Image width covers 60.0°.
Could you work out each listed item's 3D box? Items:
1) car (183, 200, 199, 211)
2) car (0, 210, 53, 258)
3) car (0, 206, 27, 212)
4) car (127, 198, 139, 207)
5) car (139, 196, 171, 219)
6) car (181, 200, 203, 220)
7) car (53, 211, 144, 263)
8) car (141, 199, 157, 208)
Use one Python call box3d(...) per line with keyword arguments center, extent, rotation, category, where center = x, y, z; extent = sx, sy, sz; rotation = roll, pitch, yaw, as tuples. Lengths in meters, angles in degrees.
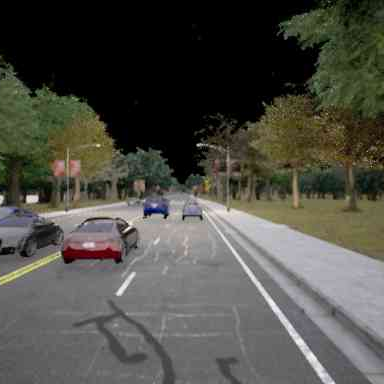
box3d(center=(-0.118, 1.770, 44.880), extent=(1.994, 1.385, 4.181), rotation=(0, 0, 0), category="car")
box3d(center=(-6.614, 1.609, 12.856), extent=(1.994, 1.385, 4.181), rotation=(0, 0, 0), category="car")
box3d(center=(-9.875, 1.542, 17.462), extent=(1.882, 1.535, 5.008), rotation=(0, 0, 0), category="car")
box3d(center=(-10.104, 1.775, 58.047), extent=(2.128, 1.511, 4.902), rotation=(0, 0, 0), category="car")
box3d(center=(-3.235, 1.351, 31.226), extent=(2.150, 2.045, 5.566), rotation=(0, 0, 0), category="car")
box3d(center=(0.025, 1.668, 29.457), extent=(2.033, 1.411, 5.357), rotation=(0, 0, 0), category="car")
box3d(center=(-3.162, 1.606, 12.202), extent=(1.994, 1.385, 4.181), rotation=(0, 0, 0), category="car")
box3d(center=(-6.821, 1.856, 53.360), extent=(1.895, 1.301, 4.718), rotation=(0, 0, 0), category="car")
